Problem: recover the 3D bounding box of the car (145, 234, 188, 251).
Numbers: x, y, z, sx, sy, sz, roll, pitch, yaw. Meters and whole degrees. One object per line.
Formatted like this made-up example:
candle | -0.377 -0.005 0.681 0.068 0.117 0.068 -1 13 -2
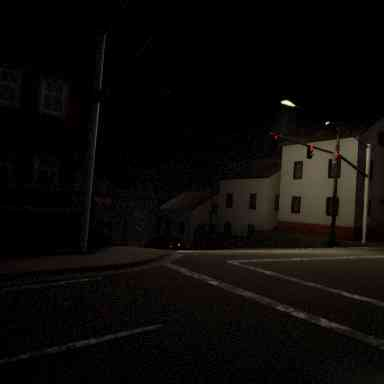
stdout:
car | -2.156 4.162 27.238 1.994 1.385 4.181 6 -12 -35
